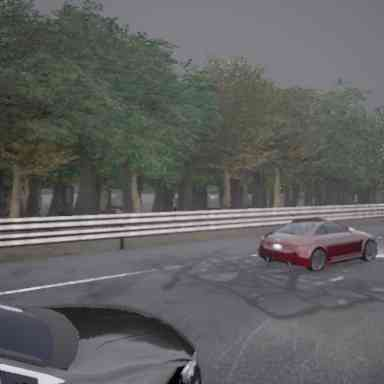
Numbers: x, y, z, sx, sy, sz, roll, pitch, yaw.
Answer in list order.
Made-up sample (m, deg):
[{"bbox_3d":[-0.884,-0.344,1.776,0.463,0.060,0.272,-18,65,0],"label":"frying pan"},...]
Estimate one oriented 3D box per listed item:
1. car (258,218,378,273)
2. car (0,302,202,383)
[{"bbox_3d":[4.145,1.555,10.791,4.181,1.385,1.994,0,0,-34],"label":"car"},{"bbox_3d":[-2.132,1.488,2.183,4.902,1.511,2.128,0,0,-36],"label":"car"}]
